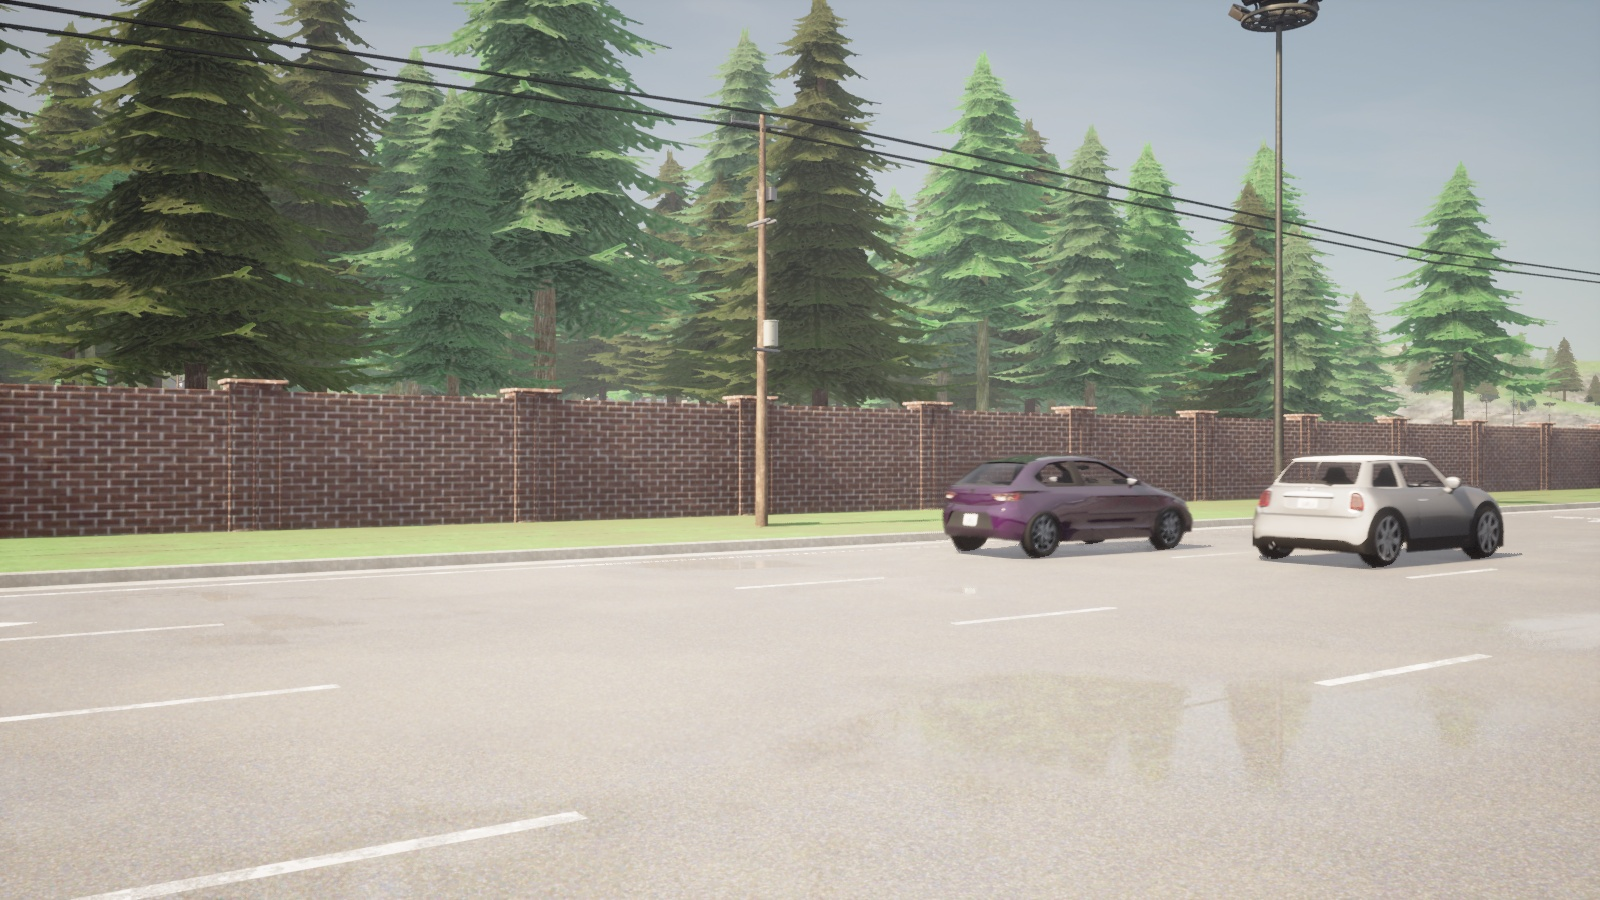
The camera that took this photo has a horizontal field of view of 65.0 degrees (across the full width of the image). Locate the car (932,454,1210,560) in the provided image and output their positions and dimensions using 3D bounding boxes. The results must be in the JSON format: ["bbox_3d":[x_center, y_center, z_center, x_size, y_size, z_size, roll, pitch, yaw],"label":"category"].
[{"bbox_3d":[4.233,0.797,19.380,4.193,1.474,1.816,0,0,-35],"label":"car"}]

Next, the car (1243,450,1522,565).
[{"bbox_3d":[8.378,0.736,17.997,3.806,1.475,1.970,0,0,-35],"label":"car"}]
